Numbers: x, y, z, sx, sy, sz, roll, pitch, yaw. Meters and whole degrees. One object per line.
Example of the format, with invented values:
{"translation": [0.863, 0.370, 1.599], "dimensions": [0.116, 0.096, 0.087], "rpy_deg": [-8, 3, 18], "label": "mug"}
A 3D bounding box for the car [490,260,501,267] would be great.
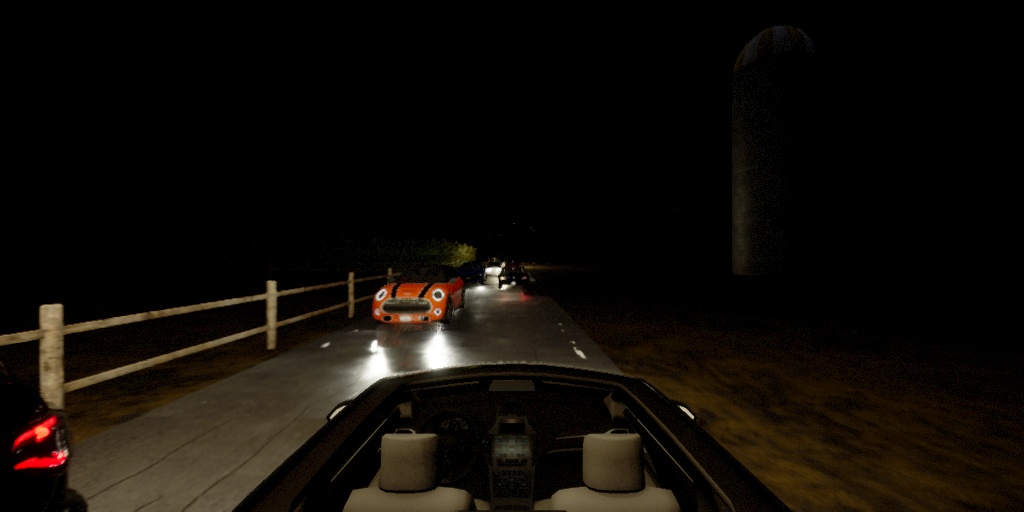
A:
{"translation": [-2.798, 1.234, 57.534], "dimensions": [1.895, 1.301, 4.718], "rpy_deg": [0, 0, 1], "label": "car"}

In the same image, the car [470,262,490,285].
{"translation": [-2.847, 1.164, 25.943], "dimensions": [1.882, 1.535, 5.008], "rpy_deg": [0, 0, 0], "label": "car"}

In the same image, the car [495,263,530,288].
{"translation": [0.100, 1.292, 22.968], "dimensions": [1.895, 1.301, 4.718], "rpy_deg": [0, 0, 0], "label": "car"}

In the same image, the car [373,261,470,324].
{"translation": [-2.821, 1.067, 11.789], "dimensions": [2.097, 1.767, 4.553], "rpy_deg": [0, 0, 0], "label": "car"}

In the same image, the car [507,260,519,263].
{"translation": [0.104, 1.186, 41.246], "dimensions": [1.812, 1.442, 4.674], "rpy_deg": [0, 0, 0], "label": "car"}
